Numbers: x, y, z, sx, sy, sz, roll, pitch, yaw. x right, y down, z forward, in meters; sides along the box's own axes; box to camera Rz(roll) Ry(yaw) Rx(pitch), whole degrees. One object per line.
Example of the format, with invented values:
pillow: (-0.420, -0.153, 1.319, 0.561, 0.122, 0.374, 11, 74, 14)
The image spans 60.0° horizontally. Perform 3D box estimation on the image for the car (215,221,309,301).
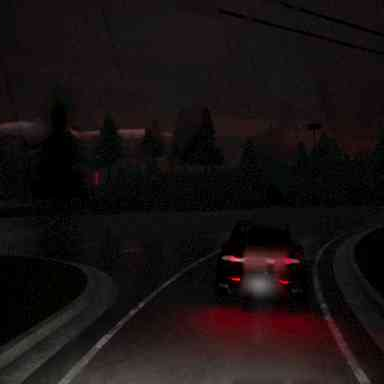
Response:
car: (1.799, 1.478, 8.420, 2.128, 1.511, 4.902, 0, 0, 14)
